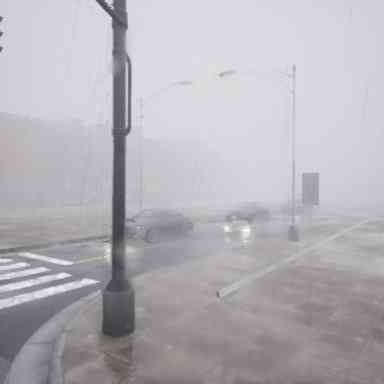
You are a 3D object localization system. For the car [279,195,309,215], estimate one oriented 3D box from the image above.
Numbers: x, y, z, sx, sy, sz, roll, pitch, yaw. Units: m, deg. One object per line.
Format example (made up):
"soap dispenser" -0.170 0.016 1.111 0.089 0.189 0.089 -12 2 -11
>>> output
"car" 10.086 1.355 32.345 1.837 1.490 4.892 0 0 36

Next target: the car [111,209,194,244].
"car" -1.735 1.489 15.612 1.994 1.385 4.181 0 0 36

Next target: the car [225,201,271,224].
"car" 4.133 1.413 23.927 1.812 1.442 4.674 0 0 35
